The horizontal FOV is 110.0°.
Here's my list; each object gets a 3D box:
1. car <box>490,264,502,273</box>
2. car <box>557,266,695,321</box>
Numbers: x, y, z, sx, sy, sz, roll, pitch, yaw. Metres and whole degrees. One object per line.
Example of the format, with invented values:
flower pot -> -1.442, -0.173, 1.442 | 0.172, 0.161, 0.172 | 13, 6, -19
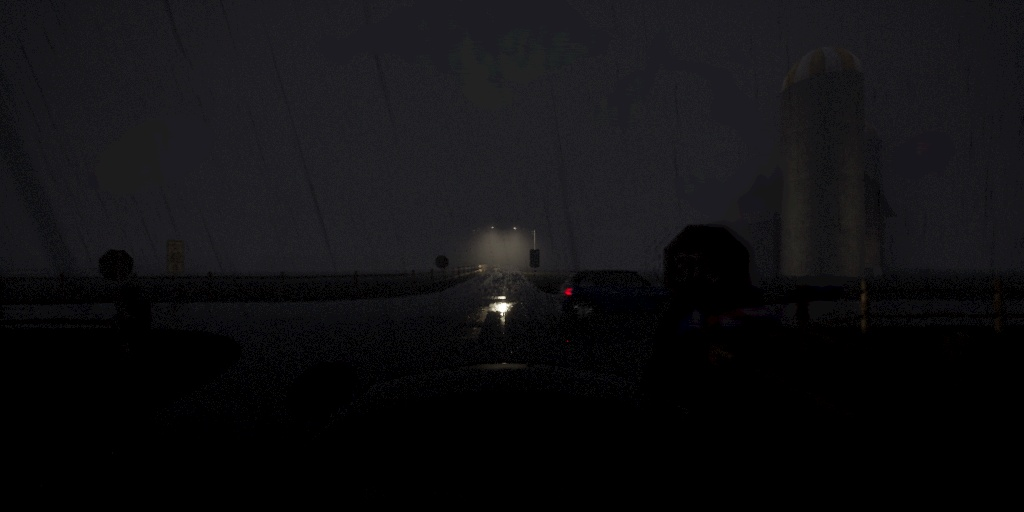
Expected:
car -> -2.780, 2.220, 64.532 | 1.837, 1.490, 4.892 | 0, -1, 0
car -> 3.921, 1.248, 12.684 | 4.553, 1.767, 2.097 | 0, 0, 0
